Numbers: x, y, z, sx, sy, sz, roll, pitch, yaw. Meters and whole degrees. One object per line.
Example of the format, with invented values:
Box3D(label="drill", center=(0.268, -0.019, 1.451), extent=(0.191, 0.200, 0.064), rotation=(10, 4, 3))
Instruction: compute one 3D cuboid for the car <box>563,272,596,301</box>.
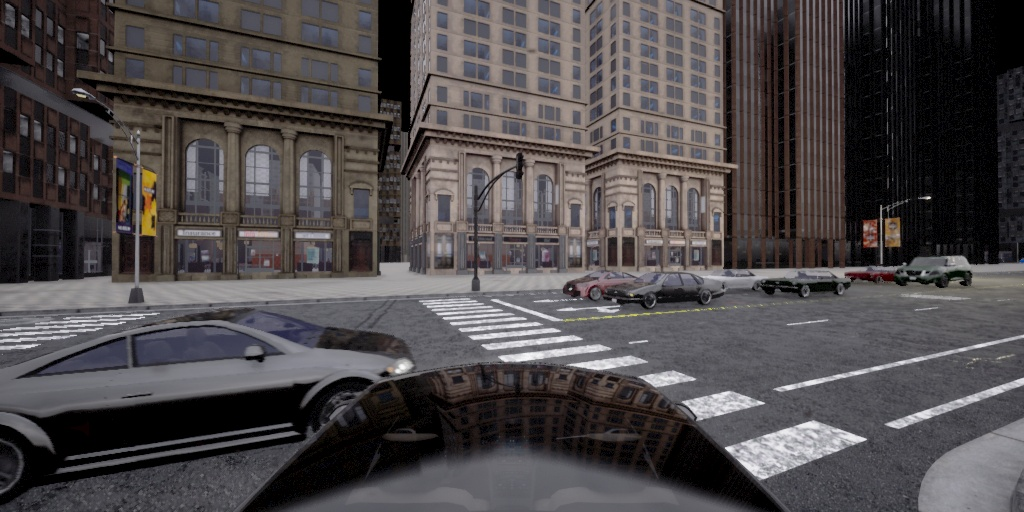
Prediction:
Box3D(label="car", center=(4.670, 1.413, 18.020), extent=(4.181, 1.385, 1.994), rotation=(0, 0, -22))

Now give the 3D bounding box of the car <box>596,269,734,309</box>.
Box3D(label="car", center=(6.530, 1.367, 15.272), extent=(5.357, 1.411, 2.033), rotation=(0, 0, -22))

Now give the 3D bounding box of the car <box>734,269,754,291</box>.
Box3D(label="car", center=(12.785, 1.445, 21.322), extent=(4.718, 1.301, 1.895), rotation=(0, 0, -22))

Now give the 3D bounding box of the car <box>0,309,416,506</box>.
Box3D(label="car", center=(-3.227, 1.341, 4.178), extent=(4.181, 1.385, 1.994), rotation=(0, 0, -22))

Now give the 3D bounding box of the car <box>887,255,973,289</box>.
Box3D(label="car", center=(28.399, 1.022, 24.147), extent=(5.566, 2.045, 2.150), rotation=(-2, 0, -22))

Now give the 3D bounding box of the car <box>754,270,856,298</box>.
Box3D(label="car", center=(15.414, 1.415, 18.881), extent=(4.718, 1.301, 1.895), rotation=(0, 0, -22))

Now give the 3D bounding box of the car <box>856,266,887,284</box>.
Box3D(label="car", center=(27.659, 1.441, 27.346), extent=(4.718, 1.301, 1.895), rotation=(0, -1, -22))
